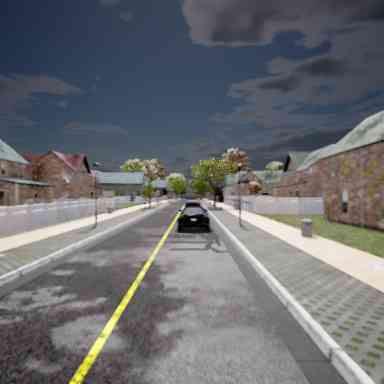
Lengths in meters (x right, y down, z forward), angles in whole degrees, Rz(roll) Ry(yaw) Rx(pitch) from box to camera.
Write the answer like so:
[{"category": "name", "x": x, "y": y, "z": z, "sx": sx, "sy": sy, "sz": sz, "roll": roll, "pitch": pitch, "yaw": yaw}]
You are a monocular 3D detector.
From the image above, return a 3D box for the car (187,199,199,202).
[{"category": "car", "x": 0.111, "y": 1.589, "z": 38.683, "sx": 1.837, "sy": 1.490, "sz": 4.892, "roll": 0, "pitch": 0, "yaw": 0}]

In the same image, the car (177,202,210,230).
[{"category": "car", "x": 0.106, "y": 1.593, "z": 21.400, "sx": 1.994, "sy": 1.385, "sz": 4.181, "roll": 0, "pitch": 0, "yaw": 0}]
